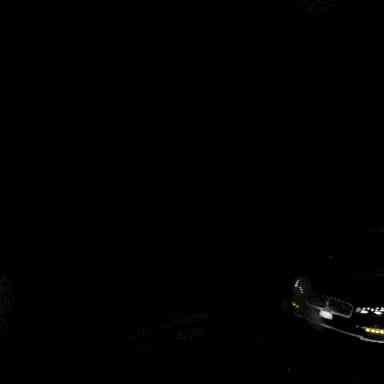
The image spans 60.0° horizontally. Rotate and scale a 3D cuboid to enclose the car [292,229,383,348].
[{"bbox_3d":[3.887,1.504,6.175,4.892,1.490,1.837,0,0,-36],"label":"car"}]
